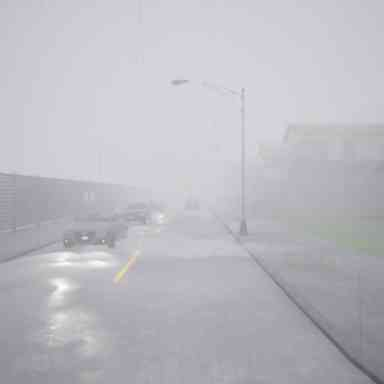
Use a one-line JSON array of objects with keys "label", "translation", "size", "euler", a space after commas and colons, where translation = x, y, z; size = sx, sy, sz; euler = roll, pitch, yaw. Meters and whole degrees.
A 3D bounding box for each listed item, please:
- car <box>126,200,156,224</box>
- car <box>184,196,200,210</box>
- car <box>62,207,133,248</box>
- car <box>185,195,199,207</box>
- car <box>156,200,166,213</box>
[{"label": "car", "translation": [-4.084, 1.503, 24.770], "size": [1.837, 1.490, 4.892], "euler": [0, 0, 0]}, {"label": "car", "translation": [0.000, 1.561, 42.607], "size": [1.994, 1.385, 4.181], "euler": [0, 0, 0]}, {"label": "car", "translation": [-4.089, 1.563, 14.678], "size": [1.994, 1.385, 4.181], "euler": [0, 0, 0]}, {"label": "car", "translation": [0.000, 1.348, 52.615], "size": [2.097, 1.767, 4.553], "euler": [0, 0, 0]}, {"label": "car", "translation": [-4.064, 1.598, 37.090], "size": [1.895, 1.301, 4.718], "euler": [0, 0, 0]}]
